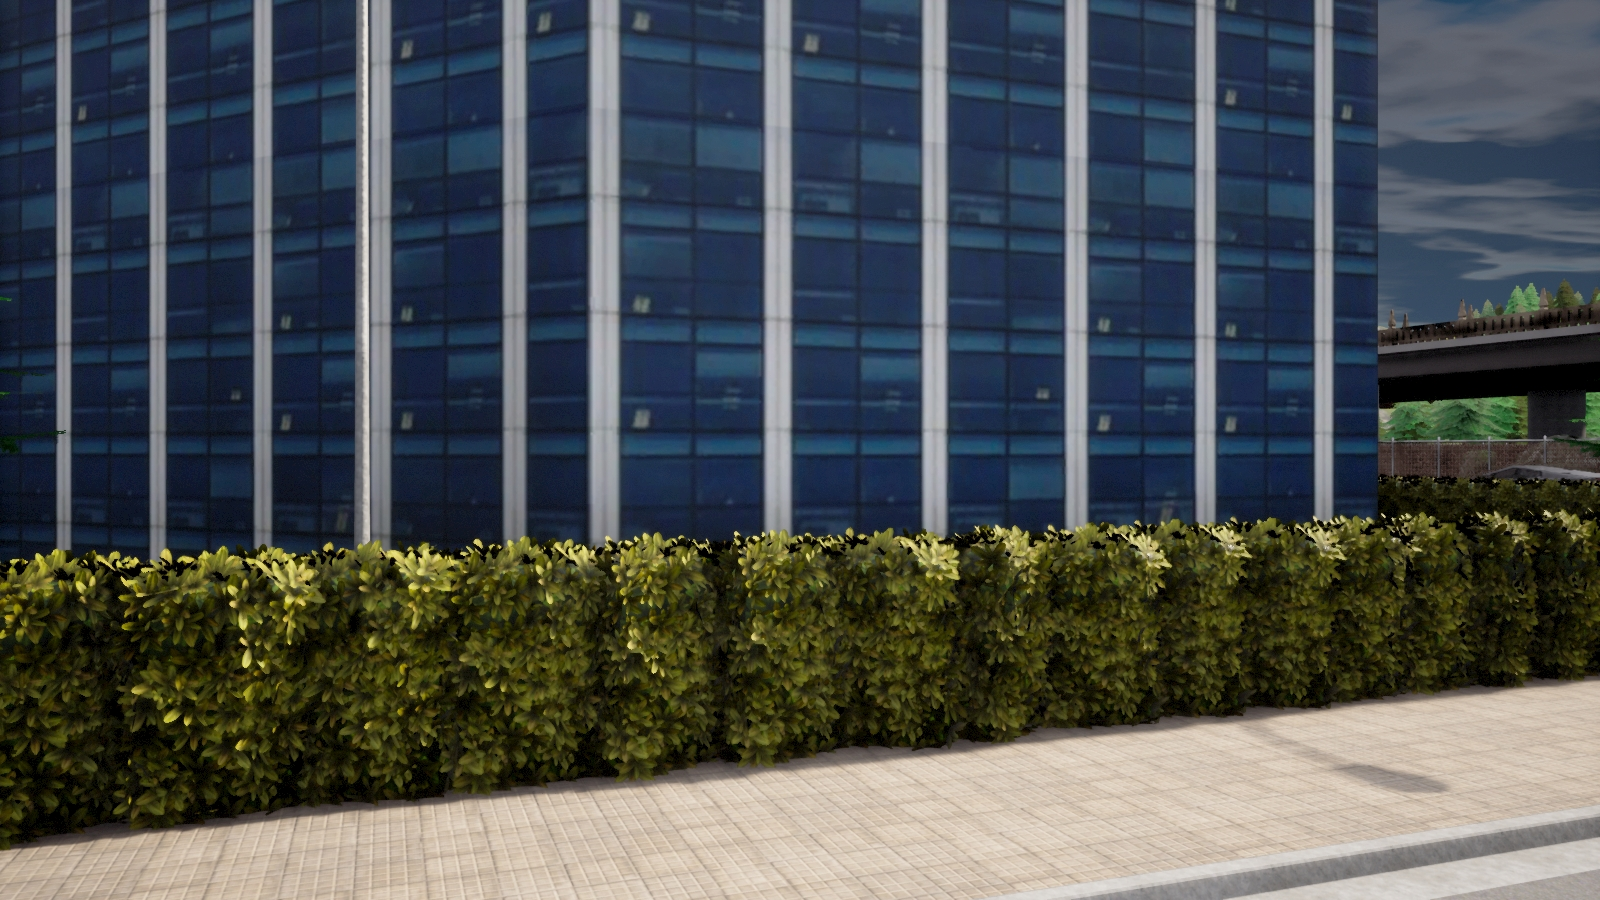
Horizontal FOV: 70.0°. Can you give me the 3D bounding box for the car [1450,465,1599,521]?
[{"bbox_3d":[30.784,1.700,47.684,2.390,2.098,6.274,0,0,-20],"label":"car"}]
